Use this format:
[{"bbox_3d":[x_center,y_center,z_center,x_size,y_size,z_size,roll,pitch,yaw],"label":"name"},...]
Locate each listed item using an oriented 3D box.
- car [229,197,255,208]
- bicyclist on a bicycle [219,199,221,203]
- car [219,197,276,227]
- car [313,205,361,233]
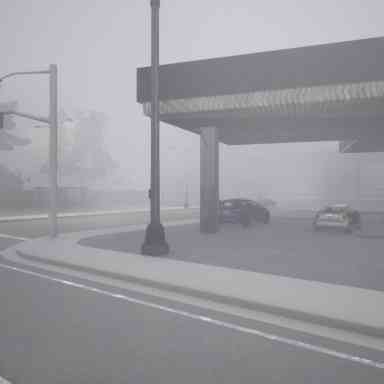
[{"bbox_3d":[7.508,1.505,49.829,1.837,1.490,4.892,0,0,36],"label":"car"},{"bbox_3d":[2.531,1.387,29.695,0.582,1.620,1.656,0,-9,-36],"label":"bicyclist on a bicycle"},{"bbox_3d":[3.411,1.295,22.040,2.242,1.667,4.611,0,0,37],"label":"car"},{"bbox_3d":[8.485,1.456,19.241,1.970,1.475,3.806,0,0,37],"label":"car"}]
